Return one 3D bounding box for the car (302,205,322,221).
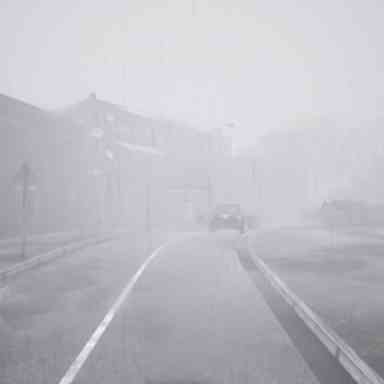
[{"bbox_3d":[13.145,1.937,32.456,5.008,1.535,1.882,-1,-2,-16],"label":"car"}]

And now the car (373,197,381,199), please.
[{"bbox_3d":[19.153,1.556,30.775,4.553,1.767,2.097,-2,-2,-13],"label":"car"}]

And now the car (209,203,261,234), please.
[{"bbox_3d":[2.723,1.470,20.261,2.097,1.767,4.553,-1,-2,25],"label":"car"}]

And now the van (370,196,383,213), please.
[{"bbox_3d":[23.777,1.496,39.632,1.878,1.987,4.442,-3,-2,-12],"label":"van"}]
